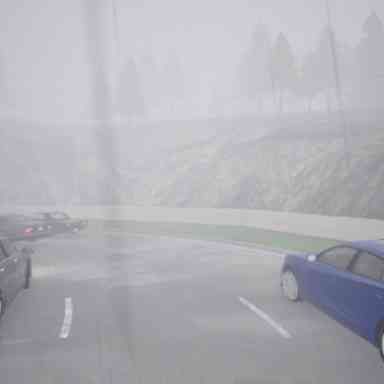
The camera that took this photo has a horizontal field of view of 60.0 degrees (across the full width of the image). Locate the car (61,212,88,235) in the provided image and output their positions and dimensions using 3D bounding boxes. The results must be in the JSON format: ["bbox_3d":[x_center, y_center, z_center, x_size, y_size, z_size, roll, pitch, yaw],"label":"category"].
[{"bbox_3d":[-8.366,1.762,18.555,4.718,1.301,1.895,0,-1,18],"label":"car"}]

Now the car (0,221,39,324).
[{"bbox_3d":[-4.377,1.561,6.387,1.837,1.490,4.892,2,-1,-17],"label":"car"}]

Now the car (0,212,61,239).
[{"bbox_3d":[-9.154,1.682,15.438,5.357,1.411,2.033,0,-1,15],"label":"car"}]

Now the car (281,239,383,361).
[{"bbox_3d":[3.189,1.527,5.527,1.882,1.535,5.008,1,-1,-8],"label":"car"}]
